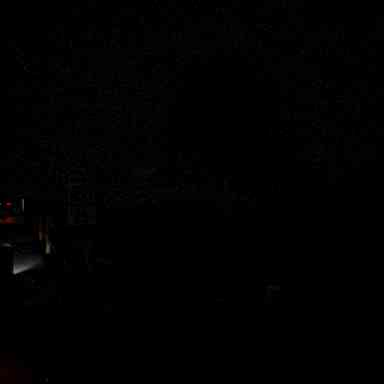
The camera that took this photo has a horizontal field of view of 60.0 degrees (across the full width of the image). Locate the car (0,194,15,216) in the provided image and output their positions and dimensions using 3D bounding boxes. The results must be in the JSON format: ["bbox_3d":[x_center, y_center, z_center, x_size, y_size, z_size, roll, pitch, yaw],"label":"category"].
[{"bbox_3d":[-18.780,1.239,32.701,2.150,2.045,5.566,0,0,-28],"label":"car"}]

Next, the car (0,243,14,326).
[{"bbox_3d":[-4.599,1.563,6.476,1.994,1.385,4.181,0,0,-28],"label":"car"}]

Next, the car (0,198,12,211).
[{"bbox_3d":[-23.932,1.576,42.105,2.033,1.411,5.357,0,0,-28],"label":"car"}]
